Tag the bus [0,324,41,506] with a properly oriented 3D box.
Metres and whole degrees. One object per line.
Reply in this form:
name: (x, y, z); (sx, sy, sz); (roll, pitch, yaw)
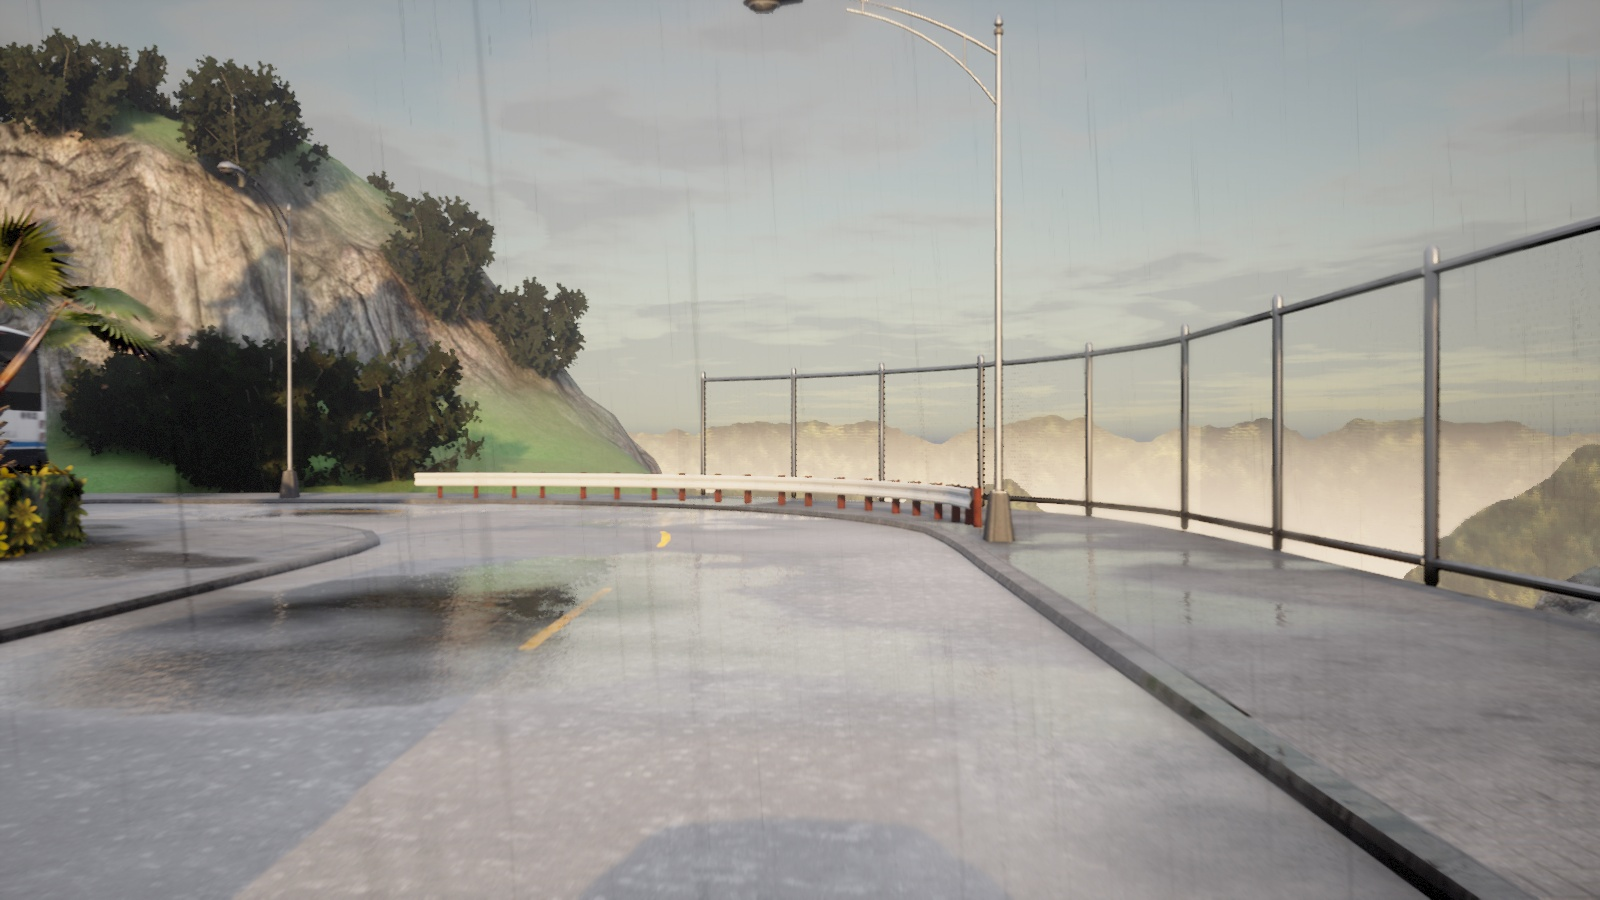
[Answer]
bus: (-23.860, -0.813, 28.994); (10.273, 4.253, 3.944); (0, 0, 0)
